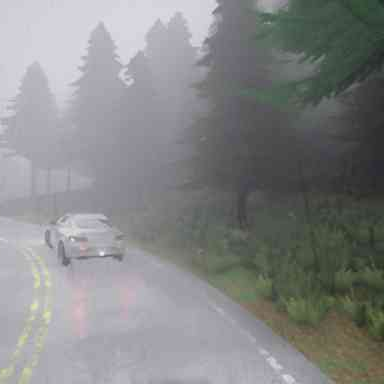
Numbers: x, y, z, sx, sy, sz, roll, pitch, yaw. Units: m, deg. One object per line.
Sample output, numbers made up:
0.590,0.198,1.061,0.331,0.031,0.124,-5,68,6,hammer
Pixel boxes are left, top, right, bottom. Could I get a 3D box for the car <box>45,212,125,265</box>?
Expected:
-3.675,1.408,11.260,1.812,1.442,4.674,2,0,-30,car
